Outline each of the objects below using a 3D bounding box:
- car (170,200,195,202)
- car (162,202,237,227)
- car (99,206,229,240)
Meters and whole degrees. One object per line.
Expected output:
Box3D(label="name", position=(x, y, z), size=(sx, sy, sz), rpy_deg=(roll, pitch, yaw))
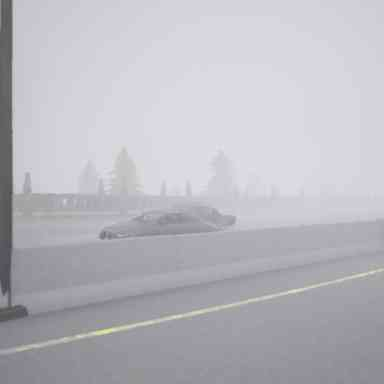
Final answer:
Box3D(label="car", position=(-0.635, 1.231, 20.474), size=(5.357, 1.411, 2.033), rpy_deg=(1, 1, -37))
Box3D(label="car", position=(-0.106, 1.350, 16.570), size=(4.718, 1.301, 1.895), rpy_deg=(1, 1, -36))
Box3D(label="car", position=(-1.072, 1.354, 11.710), size=(4.181, 1.385, 1.994), rpy_deg=(1, 1, -34))
